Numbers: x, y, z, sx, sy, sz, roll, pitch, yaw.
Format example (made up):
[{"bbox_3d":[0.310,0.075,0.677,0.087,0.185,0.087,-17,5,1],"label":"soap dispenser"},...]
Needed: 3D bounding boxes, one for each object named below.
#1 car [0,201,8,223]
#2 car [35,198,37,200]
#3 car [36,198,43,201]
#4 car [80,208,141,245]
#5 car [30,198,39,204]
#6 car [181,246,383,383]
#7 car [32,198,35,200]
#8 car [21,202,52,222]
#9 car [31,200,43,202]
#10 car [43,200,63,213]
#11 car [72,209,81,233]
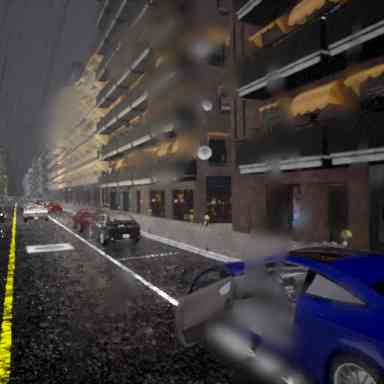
[{"bbox_3d":[-16.857,1.815,28.298,1.812,1.442,4.674,-1,0,-27],"label":"car"},{"bbox_3d":[-24.769,2.067,55.670,1.802,1.307,4.206,-1,0,-28],"label":"car"},{"bbox_3d":[-22.146,1.871,50.689,1.967,1.590,4.097,-1,0,-28],"label":"car"},{"bbox_3d":[-3.772,1.625,15.824,2.008,1.369,4.403,-1,0,-28],"label":"car"},{"bbox_3d":[-40.596,2.354,85.705,1.752,1.417,4.829,-1,0,-28],"label":"car"},{"bbox_3d":[1.729,1.503,4.659,1.812,1.442,4.674,-1,0,-28],"label":"car"},{"bbox_3d":[-30.018,2.161,65.632,1.947,1.339,4.313,-1,0,-28],"label":"car"},{"bbox_3d":[-13.750,1.845,29.151,1.895,1.301,4.718,-1,0,-27],"label":"car"},{"bbox_3d":[-18.909,1.950,38.826,1.895,1.301,4.718,-1,0,-27],"label":"car"},{"bbox_3d":[-16.894,1.904,40.726,1.802,1.307,4.206,-1,0,-28],"label":"car"},{"bbox_3d":[-6.396,1.665,20.806,1.887,1.381,4.507,-1,0,-28],"label":"car"}]
